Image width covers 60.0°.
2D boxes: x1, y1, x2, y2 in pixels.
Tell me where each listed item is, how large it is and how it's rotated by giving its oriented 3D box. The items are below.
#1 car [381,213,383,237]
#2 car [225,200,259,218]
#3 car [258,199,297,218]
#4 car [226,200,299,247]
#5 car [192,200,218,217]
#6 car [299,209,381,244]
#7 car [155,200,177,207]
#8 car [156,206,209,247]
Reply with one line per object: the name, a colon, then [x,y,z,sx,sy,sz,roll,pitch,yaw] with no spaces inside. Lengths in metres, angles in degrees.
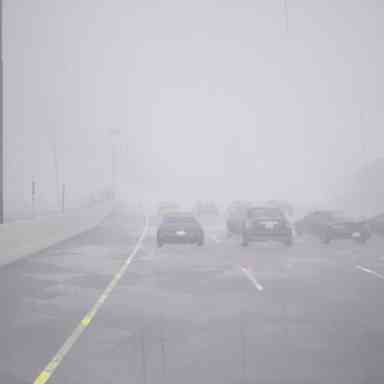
car: [9.888,1.572,15.851,1.994,1.385,4.181,0,0,-4]
car: [4.598,1.516,31.405,1.837,1.490,4.892,0,0,-9]
car: [8.059,1.516,31.931,1.837,1.490,4.892,0,0,-9]
car: [2.910,1.366,15.293,2.097,1.767,4.553,0,0,-4]
car: [1.138,1.495,30.878,2.128,1.511,4.902,0,0,-9]
car: [6.398,1.533,15.587,1.812,1.442,4.674,0,0,-4]
car: [-2.322,1.485,30.352,1.882,1.535,5.008,0,0,-9]
car: [-0.582,1.572,15.058,1.994,1.385,4.181,0,0,-4]
